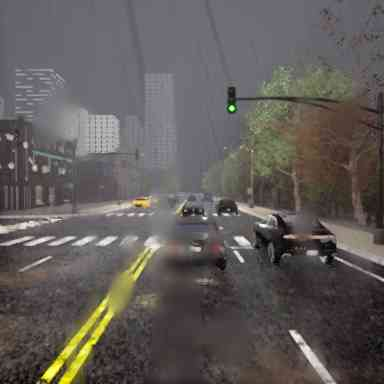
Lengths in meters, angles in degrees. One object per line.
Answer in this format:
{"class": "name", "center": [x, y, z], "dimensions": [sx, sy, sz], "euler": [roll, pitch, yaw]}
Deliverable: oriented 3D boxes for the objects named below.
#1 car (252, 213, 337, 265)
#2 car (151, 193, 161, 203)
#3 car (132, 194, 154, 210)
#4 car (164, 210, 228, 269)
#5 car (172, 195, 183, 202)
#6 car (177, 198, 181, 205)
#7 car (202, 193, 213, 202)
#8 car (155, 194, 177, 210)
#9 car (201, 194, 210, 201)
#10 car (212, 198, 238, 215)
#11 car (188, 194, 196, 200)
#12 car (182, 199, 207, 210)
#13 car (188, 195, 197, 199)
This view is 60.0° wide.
{"class": "car", "center": [3.353, 1.481, 11.681], "dimensions": [2.128, 1.511, 4.902], "euler": [0, 0, 0]}
{"class": "car", "center": [-6.527, 1.161, 59.776], "dimensions": [2.150, 2.045, 5.566], "euler": [0, 0, 1]}
{"class": "car", "center": [-6.581, 1.436, 43.523], "dimensions": [1.882, 1.535, 5.008], "euler": [0, 0, 0]}
{"class": "car", "center": [0.101, 1.538, 11.129], "dimensions": [2.033, 1.411, 5.357], "euler": [0, 0, 0]}
{"class": "car", "center": [-3.240, 1.435, 74.363], "dimensions": [2.128, 1.511, 4.902], "euler": [0, 0, 0]}
{"class": "car", "center": [-3.290, 1.505, 58.915], "dimensions": [1.994, 1.385, 4.181], "euler": [0, 0, 0]}
{"class": "car", "center": [3.256, 1.146, 69.998], "dimensions": [2.150, 2.045, 5.566], "euler": [0, 0, 0]}
{"class": "car", "center": [-3.334, 1.436, 43.321], "dimensions": [1.882, 1.535, 5.008], "euler": [0, 0, 0]}
{"class": "car", "center": [3.258, 1.273, 80.387], "dimensions": [1.812, 1.442, 4.674], "euler": [0, 0, 0]}
{"class": "car", "center": [3.353, 1.447, 32.978], "dimensions": [1.882, 1.535, 5.008], "euler": [0, 0, 0]}
{"class": "car", "center": [0.008, 1.301, 80.387], "dimensions": [1.994, 1.385, 4.181], "euler": [0, 0, 0]}
{"class": "car", "center": [0.104, 1.574, 29.652], "dimensions": [1.895, 1.301, 4.718], "euler": [0, 0, 0]}
{"class": "car", "center": [0.006, 1.399, 69.967], "dimensions": [1.882, 1.535, 5.008], "euler": [0, 0, 0]}
